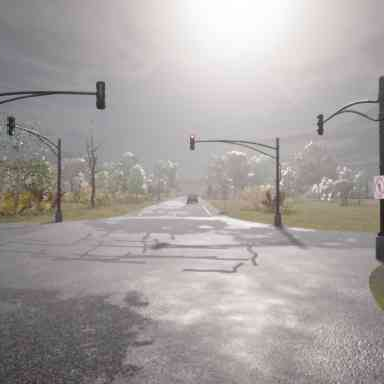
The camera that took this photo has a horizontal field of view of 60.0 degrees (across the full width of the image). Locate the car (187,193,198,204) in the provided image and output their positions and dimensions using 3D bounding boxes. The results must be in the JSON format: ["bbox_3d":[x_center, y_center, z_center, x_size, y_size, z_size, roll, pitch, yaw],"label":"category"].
[{"bbox_3d":[0.107,1.293,67.703,2.150,2.045,5.566,0,0,0],"label":"car"}]
